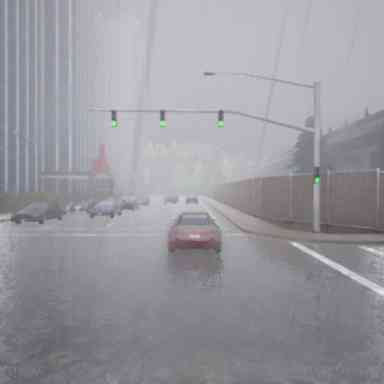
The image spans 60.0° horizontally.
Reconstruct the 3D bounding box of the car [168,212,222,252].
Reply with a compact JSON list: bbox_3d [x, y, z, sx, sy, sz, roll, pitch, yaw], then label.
[{"bbox_3d":[0.102,1.505,13.559,1.994,1.385,4.181,0,0,0],"label":"car"}]

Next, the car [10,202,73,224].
[{"bbox_3d":[-10.594,1.404,23.498,2.033,1.411,5.357,0,0,0],"label":"car"}]

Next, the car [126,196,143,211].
[{"bbox_3d":[-7.076,1.395,36.868,1.895,1.301,4.718,0,0,0],"label":"car"}]

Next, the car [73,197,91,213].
[{"bbox_3d":[-10.584,1.301,33.238,2.128,1.511,4.902,0,0,0],"label":"car"}]

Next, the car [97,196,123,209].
[{"bbox_3d":[-10.543,1.253,43.050,2.128,1.511,4.902,0,0,1],"label":"car"}]

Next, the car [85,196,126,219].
[{"bbox_3d":[-7.074,1.364,27.788,1.812,1.442,4.674,0,0,0],"label":"car"}]

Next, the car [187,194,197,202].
[{"bbox_3d":[0.011,1.140,64.914,1.882,1.535,5.008,0,0,0],"label":"car"}]

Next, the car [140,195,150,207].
[{"bbox_3d":[-7.014,1.236,46.885,2.128,1.511,4.902,0,0,0],"label":"car"}]

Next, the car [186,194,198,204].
[{"bbox_3d":[0.017,1.190,54.507,1.882,1.535,5.008,0,0,0],"label":"car"}]

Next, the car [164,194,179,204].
[{"bbox_3d":[-3.491,1.218,53.962,1.837,1.490,4.892,0,0,0],"label":"car"}]
